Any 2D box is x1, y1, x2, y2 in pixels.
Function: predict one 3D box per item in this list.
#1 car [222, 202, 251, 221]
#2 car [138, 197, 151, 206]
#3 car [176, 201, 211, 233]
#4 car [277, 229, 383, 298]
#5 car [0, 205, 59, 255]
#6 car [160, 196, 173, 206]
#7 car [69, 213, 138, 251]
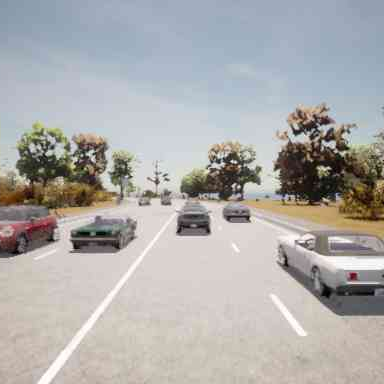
[{"bbox_3d":[3.601,1.552,27.431,2.033,1.411,5.357,0,0,0],"label":"car"},{"bbox_3d":[-7.654,1.499,53.804,2.128,1.511,4.902,0,0,-3],"label":"car"},{"bbox_3d":[0.099,1.508,19.743,1.837,1.490,4.892,0,0,0],"label":"car"},{"bbox_3d":[3.597,1.602,8.477,1.895,1.301,4.718,0,0,0],"label":"car"},{"bbox_3d":[-7.099,1.355,13.248,2.097,1.767,4.553,0,0,0],"label":"car"},{"bbox_3d":[-4.202,1.514,54.710,1.837,1.490,4.892,0,0,-3],"label":"car"},{"bbox_3d":[-3.601,1.604,14.333,1.895,1.301,4.718,0,0,0],"label":"car"}]
